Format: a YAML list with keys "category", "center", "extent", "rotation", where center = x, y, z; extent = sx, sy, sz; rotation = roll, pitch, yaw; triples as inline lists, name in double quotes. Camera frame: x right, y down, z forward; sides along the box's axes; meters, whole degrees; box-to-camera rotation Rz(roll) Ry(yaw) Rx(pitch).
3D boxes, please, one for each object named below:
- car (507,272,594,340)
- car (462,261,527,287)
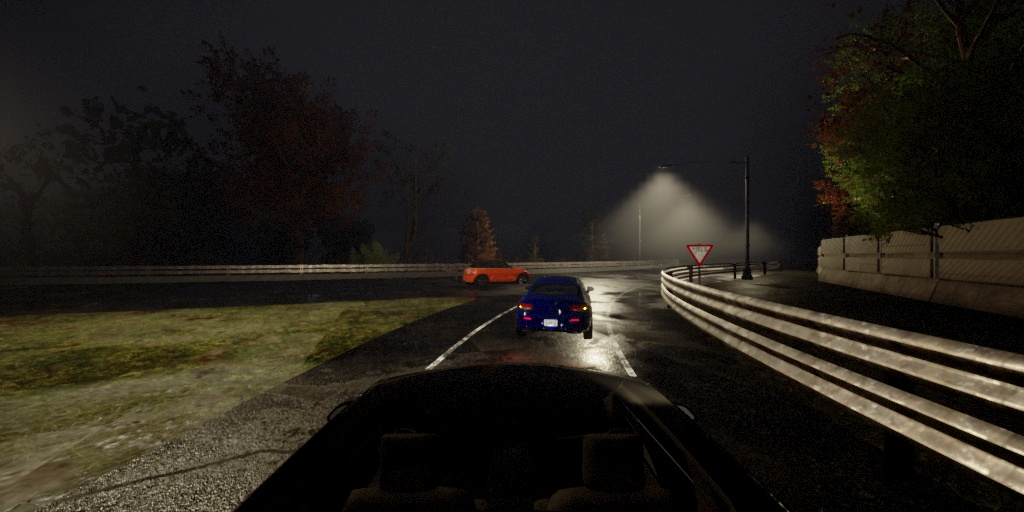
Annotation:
- category: "car"
  center: [1.278, 1.276, 9.992]
  extent: [1.812, 1.442, 4.674]
  rotation: [0, 0, 11]
- category: "car"
  center: [-0.993, 1.101, 24.514]
  extent: [4.553, 1.767, 2.097]
  rotation: [0, 0, -28]
